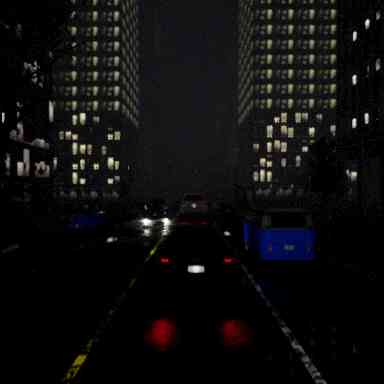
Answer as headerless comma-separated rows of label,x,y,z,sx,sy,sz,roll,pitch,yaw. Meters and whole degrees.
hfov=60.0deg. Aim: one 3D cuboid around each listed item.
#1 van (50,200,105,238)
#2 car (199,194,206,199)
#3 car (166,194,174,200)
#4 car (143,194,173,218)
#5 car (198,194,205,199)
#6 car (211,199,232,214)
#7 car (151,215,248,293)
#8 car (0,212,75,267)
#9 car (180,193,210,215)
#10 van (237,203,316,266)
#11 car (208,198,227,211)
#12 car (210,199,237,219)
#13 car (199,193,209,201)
van,-5.646,1.289,16.824,1.690,1.788,3.998,0,0,0
car,2.805,1.231,89.912,1.752,1.417,4.829,0,0,0
car,-5.577,1.250,83.929,1.752,1.417,4.829,0,0,0
car,-3.002,1.261,29.231,2.097,1.767,4.553,0,0,0
car,2.806,1.267,95.383,1.802,1.307,4.206,0,0,0
car,2.902,1.477,33.846,1.802,1.307,4.206,0,0,0
car,0.104,1.538,8.807,1.994,1.385,4.181,0,0,1
car,-5.663,1.548,11.141,1.802,1.307,4.206,0,0,0
car,0.182,1.132,28.841,2.150,2.045,5.566,0,0,0
van,2.715,1.309,11.114,1.690,1.788,3.998,-1,0,0
car,2.938,1.442,39.532,1.947,1.339,4.313,0,0,0
car,2.825,1.480,28.163,1.947,1.339,4.313,0,0,0
car,2.801,1.061,78.461,2.192,1.841,5.009,0,0,0
